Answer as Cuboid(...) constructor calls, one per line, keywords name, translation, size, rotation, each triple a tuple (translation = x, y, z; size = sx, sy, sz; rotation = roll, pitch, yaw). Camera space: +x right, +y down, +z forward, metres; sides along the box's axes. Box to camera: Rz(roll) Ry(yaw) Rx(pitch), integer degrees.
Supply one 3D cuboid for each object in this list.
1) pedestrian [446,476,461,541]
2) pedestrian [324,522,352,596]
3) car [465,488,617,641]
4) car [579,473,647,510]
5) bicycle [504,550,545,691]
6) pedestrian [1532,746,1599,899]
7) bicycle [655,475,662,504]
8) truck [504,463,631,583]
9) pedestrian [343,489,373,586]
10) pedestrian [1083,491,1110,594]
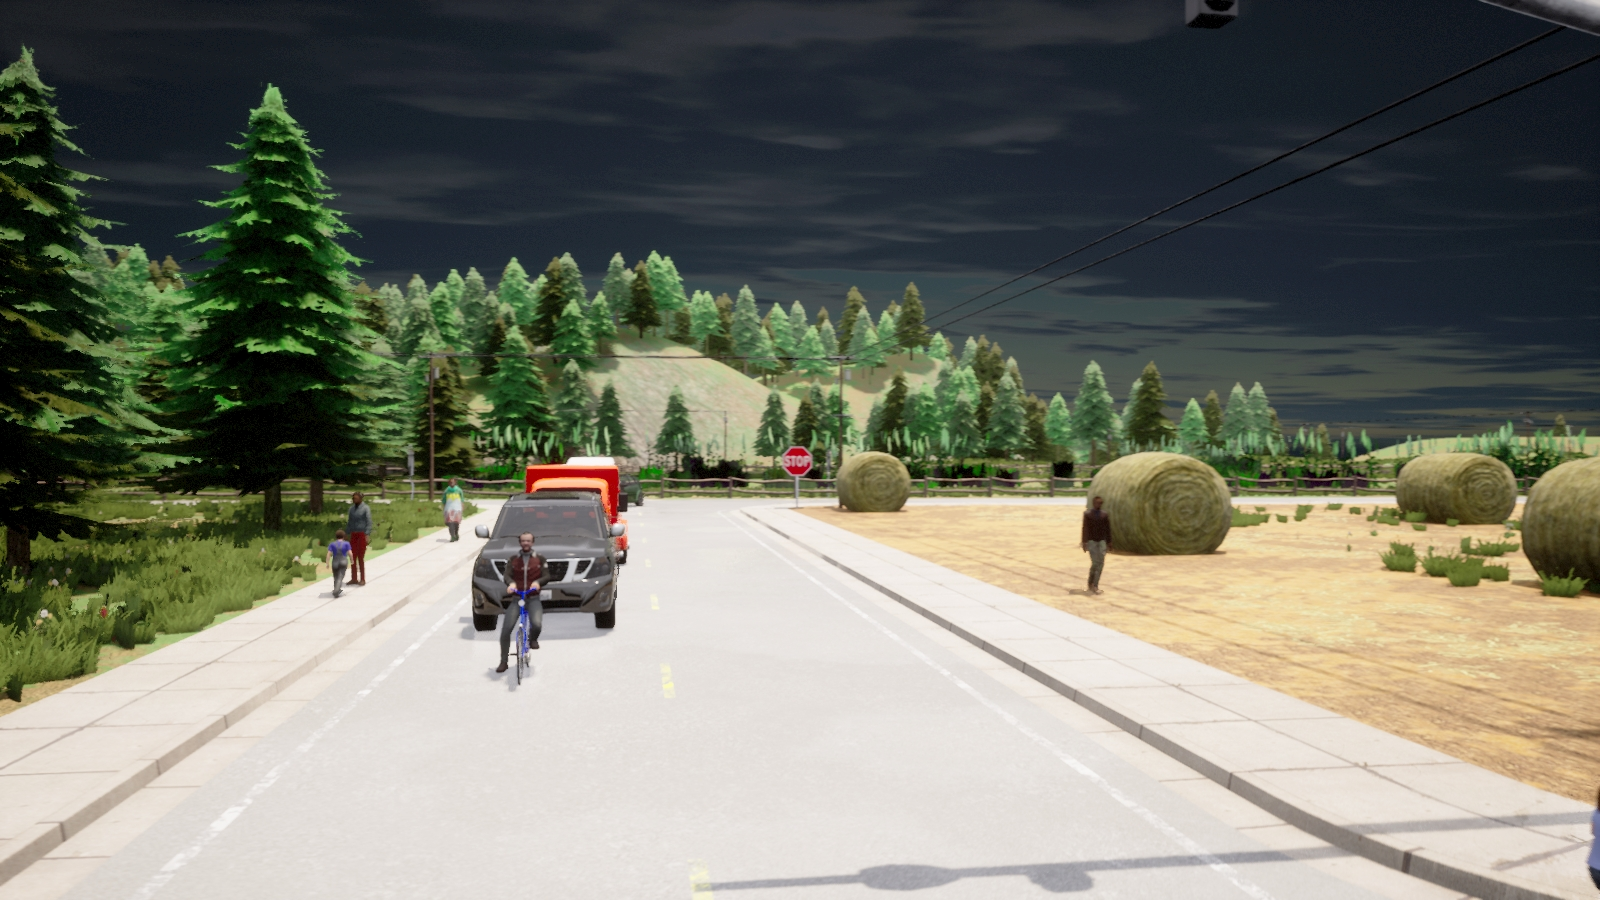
Cuboid(name="pedestrian", translation=(-10.014, 1.687, 33.032), size=(0.375, 1.860, 0.375), rotation=(0, 0, -9))
Cuboid(name="pedestrian", translation=(-8.358, 1.967, 20.674), size=(0.375, 1.300, 0.375), rotation=(0, 0, -6))
Cuboid(name="car", translation=(-4.268, 1.779, 19.667), size=(2.150, 2.045, 5.566), rotation=(0, 0, -9))
Cuboid(name="car", translation=(-9.022, 1.989, 55.395), size=(1.851, 1.617, 3.988), rotation=(0, 0, 14))
Cuboid(name="bicycle", translation=(-3.404, 2.059, 14.187), size=(0.329, 1.471, 1.835), rotation=(0, 0, -9))
Cuboid(name="pedestrian", translation=(4.386, 2.230, 6.217), size=(0.500, 1.100, 0.500), rotation=(0, 0, 4))
Cuboid(name="bicycle", translation=(-7.531, 2.063, 60.626), size=(0.329, 1.471, 1.835), rotation=(0, 0, -8))
Cuboid(name="truck", translation=(-5.308, 1.567, 26.797), size=(2.627, 2.467, 5.204), rotation=(0, 0, -9))
Cuboid(name="pedestrian", translation=(-8.588, 1.688, 22.201), size=(0.375, 1.860, 0.375), rotation=(0, 0, 17))
Cuboid(name="pedestrian", translation=(5.453, 1.695, 21.017), size=(0.375, 1.860, 0.375), rotation=(0, 0, -4))
